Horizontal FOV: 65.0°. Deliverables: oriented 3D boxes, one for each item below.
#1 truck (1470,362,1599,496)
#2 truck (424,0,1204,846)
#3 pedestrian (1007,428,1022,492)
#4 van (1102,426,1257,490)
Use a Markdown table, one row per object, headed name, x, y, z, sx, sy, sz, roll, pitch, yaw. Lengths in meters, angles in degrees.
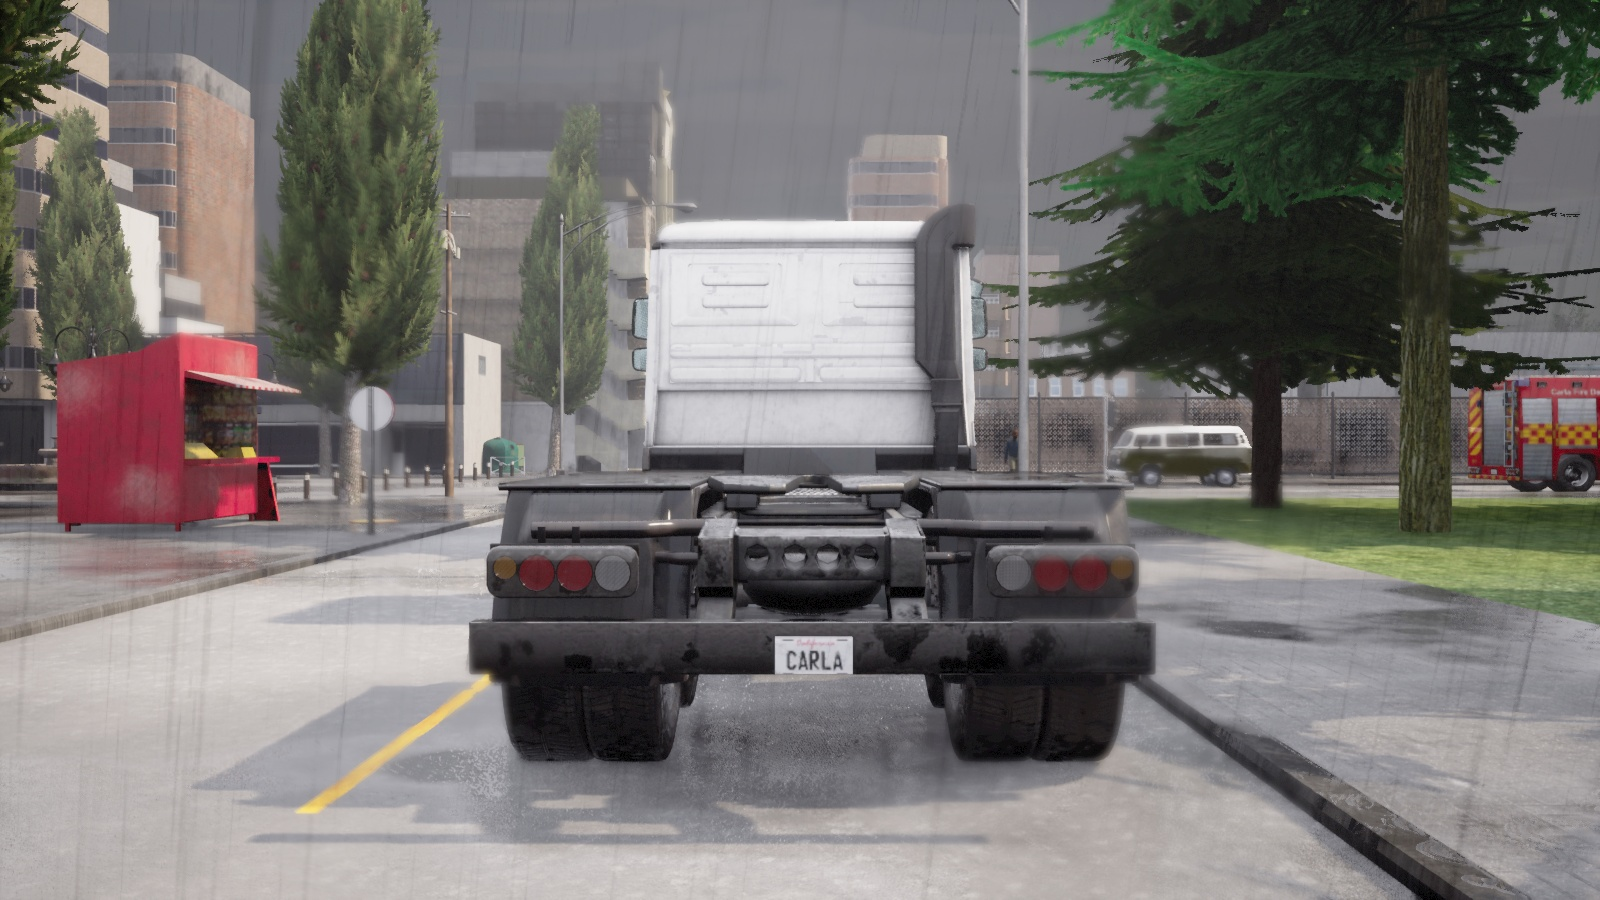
| name | x | y | z | sx | sy | sz | roll | pitch | yaw |
| --- | --- | --- | --- | --- | --- | --- | --- | --- | --- |
| truck | 24.945 | -0.609 | 37.322 | 8.468 | 3.827 | 2.891 | 0 | 0 | 0 |
| truck | 0.072 | -0.284 | 8.629 | 2.891 | 3.462 | 7.936 | 0 | 0 | 0 |
| pedestrian | 6.217 | 0.272 | 36.407 | 0.370 | 1.835 | 0.726 | 0 | 0 | 6 |
| van | 12.431 | 0.246 | 41.396 | 4.480 | 2.038 | 2.069 | 0 | 0 | 0 |
